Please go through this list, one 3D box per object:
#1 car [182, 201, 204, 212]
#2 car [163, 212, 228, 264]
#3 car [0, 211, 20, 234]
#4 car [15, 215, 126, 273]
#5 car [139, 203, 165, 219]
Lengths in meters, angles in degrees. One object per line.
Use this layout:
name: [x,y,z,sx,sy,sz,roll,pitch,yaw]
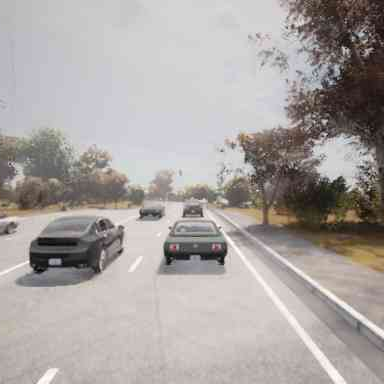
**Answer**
car: [0.091,1.530,30.840,1.812,1.442,4.674,0,0,0]
car: [0.102,1.597,11.712,1.895,1.301,4.718,0,0,0]
car: [-10.497,1.597,16.307,1.895,1.301,4.718,0,0,0]
car: [-3.398,1.501,10.681,1.837,1.490,4.892,0,0,0]
car: [-3.396,1.597,29.269,1.895,1.301,4.718,0,0,0]
